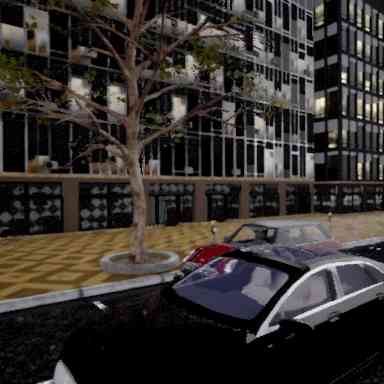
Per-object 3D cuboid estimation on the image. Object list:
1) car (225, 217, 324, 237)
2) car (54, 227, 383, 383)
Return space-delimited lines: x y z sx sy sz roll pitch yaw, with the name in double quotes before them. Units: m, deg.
"car" 1.708 1.420 7.782 4.097 1.590 1.967 0 0 -35
"car" 0.947 1.481 4.052 4.902 1.511 2.128 0 0 -35
